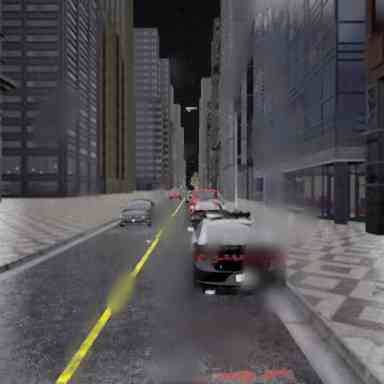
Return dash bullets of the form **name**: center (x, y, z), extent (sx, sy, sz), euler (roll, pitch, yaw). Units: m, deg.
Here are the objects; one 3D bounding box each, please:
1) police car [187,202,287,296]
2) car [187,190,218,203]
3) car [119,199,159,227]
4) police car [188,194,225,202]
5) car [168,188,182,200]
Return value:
- **police car**: center (0.909, 1.291, 8.500), extent (1.930, 1.638, 5.238), euler (0, 1, 0)
- **car**: center (0.928, 0.857, 24.419), extent (2.150, 2.045, 5.566), euler (0, 1, 0)
- **car**: center (-3.077, 1.200, 19.912), extent (1.837, 1.490, 4.892), euler (0, 1, 0)
- **police car**: center (0.920, 1.142, 18.501), extent (1.930, 1.638, 5.238), euler (0, 1, 0)
- **car**: center (-2.994, 0.354, 59.529), extent (2.150, 2.045, 5.566), euler (0, 1, 1)
